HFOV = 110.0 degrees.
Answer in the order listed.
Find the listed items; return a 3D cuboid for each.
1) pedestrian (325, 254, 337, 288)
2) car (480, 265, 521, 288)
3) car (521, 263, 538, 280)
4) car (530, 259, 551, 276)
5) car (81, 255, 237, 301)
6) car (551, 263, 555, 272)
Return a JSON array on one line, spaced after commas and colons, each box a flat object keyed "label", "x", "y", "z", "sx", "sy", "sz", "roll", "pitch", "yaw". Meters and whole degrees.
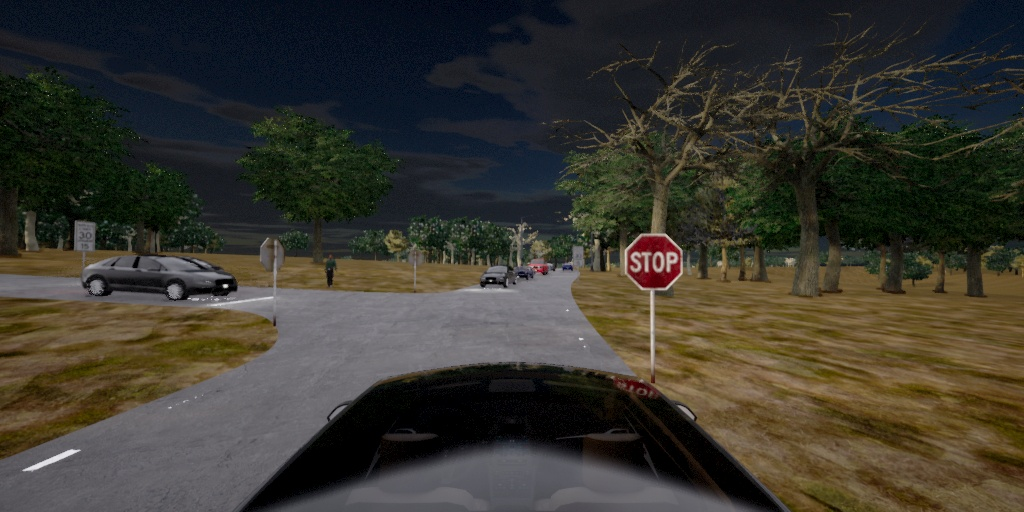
[{"label": "pedestrian", "x": -9.810, "y": 0.787, "z": 19.359, "sx": 0.375, "sy": 1.860, "sz": 0.375, "roll": 0, "pitch": -4, "yaw": 3}, {"label": "car", "x": -0.879, "y": 1.418, "z": 25.867, "sx": 1.837, "sy": 1.490, "sz": 4.892, "roll": 0, "pitch": -1, "yaw": 12}, {"label": "car", "x": 1.025, "y": 1.646, "z": 35.211, "sx": 1.895, "sy": 1.301, "sz": 4.718, "roll": 0, "pitch": -1, "yaw": 13}, {"label": "car", "x": 3.308, "y": 1.419, "z": 45.569, "sx": 2.150, "sy": 2.045, "sz": 5.566, "roll": 0, "pitch": -1, "yaw": 12}, {"label": "car", "x": -12.723, "y": 0.746, "z": 13.074, "sx": 4.892, "sy": 1.490, "sz": 1.837, "roll": 2, "pitch": -1, "yaw": 4}, {"label": "car", "x": 6.428, "y": 1.986, "z": 61.298, "sx": 1.812, "sy": 1.442, "sz": 4.674, "roll": 0, "pitch": -1, "yaw": 10}]
